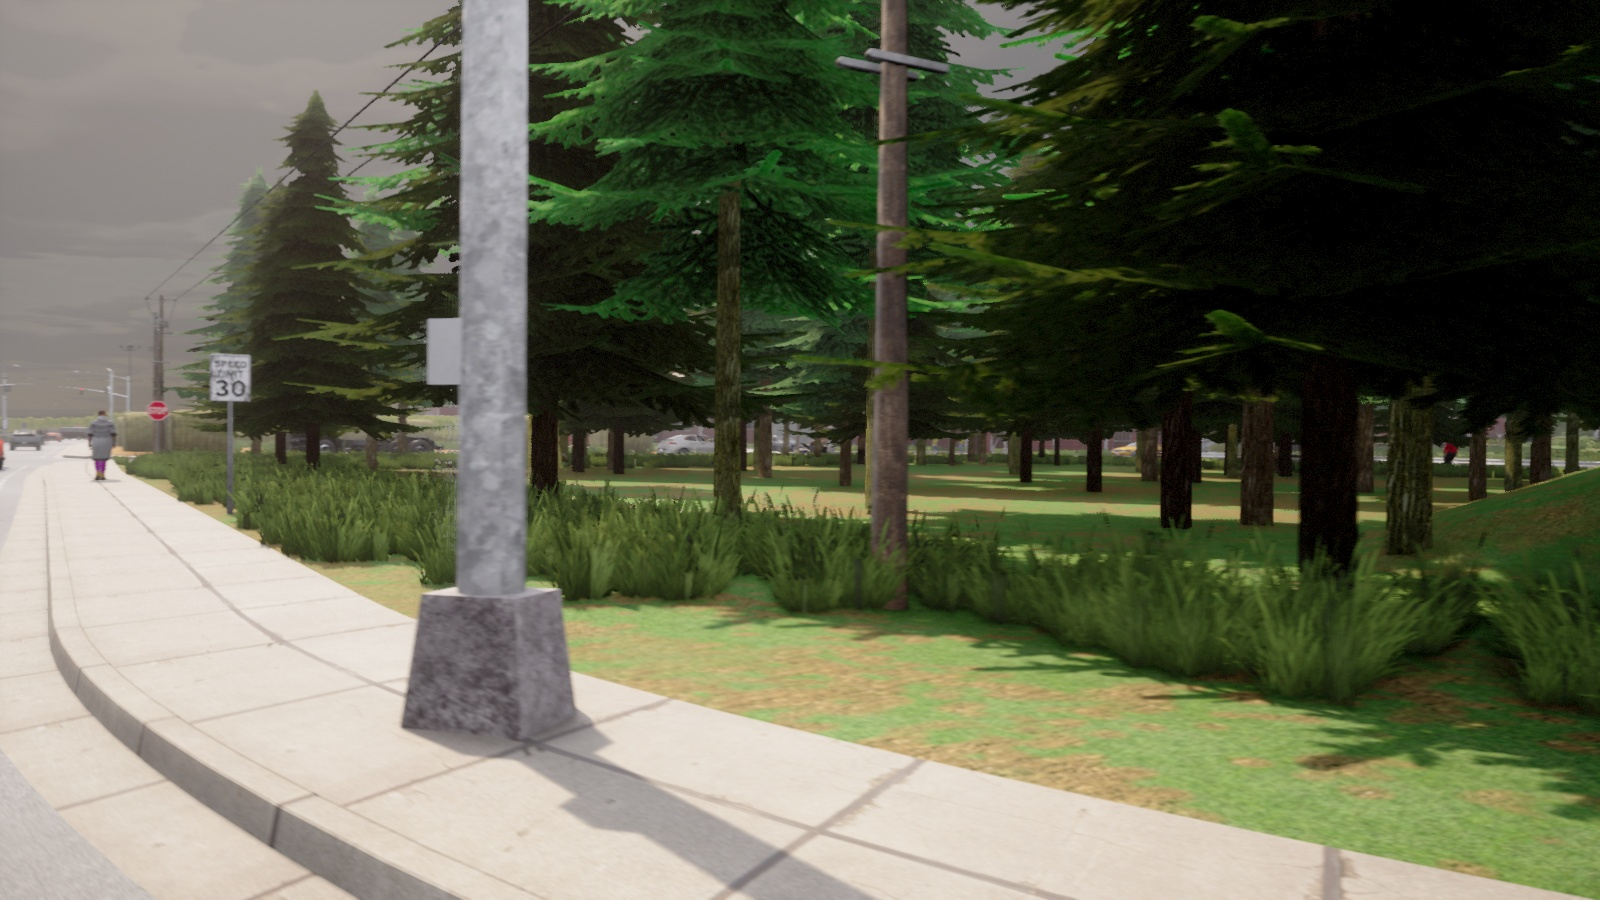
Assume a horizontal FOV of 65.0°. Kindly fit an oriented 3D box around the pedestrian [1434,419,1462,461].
[{"bbox_3d":[28.575,-0.433,55.356,0.634,1.844,0.899,-1,1,-28],"label":"pedestrian"}]

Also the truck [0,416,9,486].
[{"bbox_3d":[-30.679,0.028,46.026,2.627,2.467,5.204,-1,1,-30],"label":"truck"}]

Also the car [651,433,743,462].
[{"bbox_3d":[-6.126,-0.187,74.865,5.027,1.651,2.152,-1,1,-32],"label":"car"}]

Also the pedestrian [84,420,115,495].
[{"bbox_3d":[-18.557,0.192,33.275,0.659,1.952,0.873,-1,1,-31],"label":"pedestrian"}]

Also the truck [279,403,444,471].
[{"bbox_3d":[-23.661,-0.721,67.893,7.936,3.462,2.891,-1,1,-32],"label":"truck"}]
